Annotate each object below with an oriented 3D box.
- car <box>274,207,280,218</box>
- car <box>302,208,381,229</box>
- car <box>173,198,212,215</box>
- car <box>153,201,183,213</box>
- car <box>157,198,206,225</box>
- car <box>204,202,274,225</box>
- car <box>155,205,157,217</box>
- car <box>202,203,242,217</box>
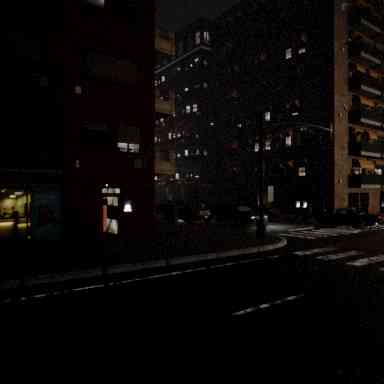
[{"bbox_3d":[6.556,1.844,32.146,1.802,1.307,4.206,-1,0,-36],"label":"car"},{"bbox_3d":[10.025,1.743,22.581,4.718,1.301,1.895,-1,-1,38],"label":"car"},{"bbox_3d":[-0.048,1.719,41.116,2.192,1.841,5.009,-1,0,-36],"label":"car"},{"bbox_3d":[-3.343,2.025,45.600,2.008,1.369,4.403,-1,0,-36],"label":"car"},{"bbox_3d":[-0.434,1.586,27.049,2.192,1.841,5.009,-1,0,-36],"label":"car"},{"bbox_3d":[3.536,1.779,26.338,2.033,1.411,5.357,0,-1,-34],"label":"car"},{"bbox_3d":[-2.340,1.861,34.266,1.837,1.490,4.892,0,-1,-37],"label":"car"},{"bbox_3d":[3.256,1.899,36.630,1.947,1.339,4.313,-1,0,-36],"label":"car"}]
